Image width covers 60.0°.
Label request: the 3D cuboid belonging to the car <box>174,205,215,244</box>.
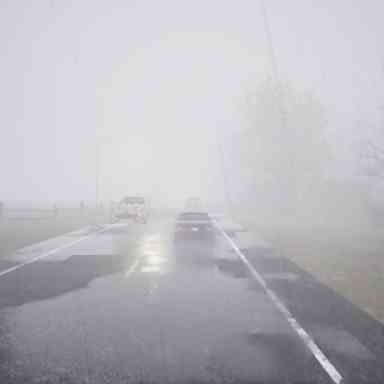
[{"bbox_3d":[0.104,1.550,15.850,2.033,1.411,5.357,0,0,0],"label":"car"}]

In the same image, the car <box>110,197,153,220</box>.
[{"bbox_3d":[-3.496,0.973,19.903,2.097,1.767,4.553,0,0,0],"label":"car"}]

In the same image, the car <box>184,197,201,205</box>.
[{"bbox_3d":[0.109,1.358,41.792,2.097,1.767,4.553,0,0,0],"label":"car"}]
